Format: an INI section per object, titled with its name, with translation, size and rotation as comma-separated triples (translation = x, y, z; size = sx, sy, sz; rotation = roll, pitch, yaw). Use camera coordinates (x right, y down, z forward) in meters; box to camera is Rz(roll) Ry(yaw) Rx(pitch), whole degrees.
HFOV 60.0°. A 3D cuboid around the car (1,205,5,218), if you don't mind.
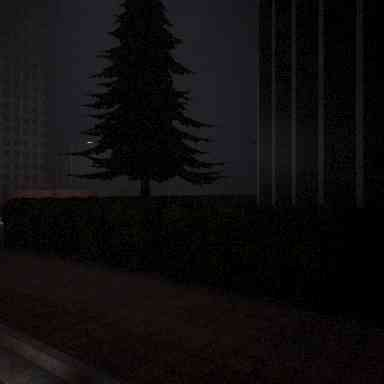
[car]
translation = -13.066, 1.560, 28.373
size = 1.837, 1.490, 4.892
rotation = 0, 0, 36
